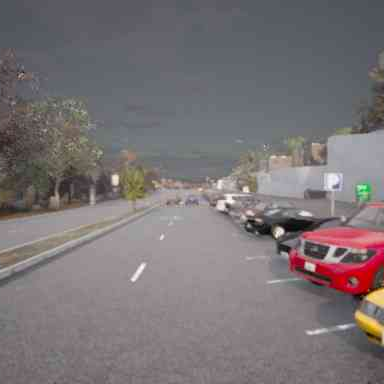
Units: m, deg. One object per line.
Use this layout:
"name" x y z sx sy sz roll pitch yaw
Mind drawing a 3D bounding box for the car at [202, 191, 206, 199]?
"car" 5.045 1.135 64.899 4.792 1.488 2.163 0 1 -20

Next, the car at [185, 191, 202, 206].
"car" 0.000 1.157 51.373 2.097 1.767 4.553 0 1 0

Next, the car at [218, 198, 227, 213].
"car" 5.095 1.530 28.898 4.792 1.488 2.163 1 0 -20

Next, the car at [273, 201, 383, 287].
"car" 5.048 1.238 7.853 5.566 2.045 2.435 1 0 -20

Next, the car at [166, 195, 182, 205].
"car" -3.000 1.313 52.637 1.812 1.442 4.674 0 1 0

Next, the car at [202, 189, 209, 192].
"car" 5.042 0.897 70.887 4.553 1.767 2.185 0 1 -20

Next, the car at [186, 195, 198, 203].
"car" 0.000 1.229 61.479 1.994 1.385 4.181 0 1 0

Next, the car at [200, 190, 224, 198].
"car" 5.100 0.563 85.823 5.566 2.045 2.435 0 1 -20

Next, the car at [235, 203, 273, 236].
"car" 5.062 1.506 16.873 5.008 1.535 2.097 1 0 -20

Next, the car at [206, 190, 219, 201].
"car" 5.047 1.173 40.876 5.566 2.045 2.435 1 1 -20

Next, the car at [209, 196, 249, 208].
"car" 5.242 1.351 46.971 5.366 1.575 1.946 1 0 -20

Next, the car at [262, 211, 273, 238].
"car" 5.043 1.522 10.856 4.792 1.488 2.163 1 0 -20

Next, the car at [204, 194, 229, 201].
"car" 5.066 1.104 67.917 4.674 1.452 2.002 0 1 -20

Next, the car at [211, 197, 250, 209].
"car" 5.074 1.429 43.898 4.674 1.452 2.002 1 1 -20

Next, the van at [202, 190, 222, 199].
"van" 4.965 0.630 82.781 4.442 1.987 1.878 0 1 -20

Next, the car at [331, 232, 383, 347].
"car" 4.895 1.480 4.801 5.366 1.575 1.946 1 0 -20

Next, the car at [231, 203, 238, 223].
"car" 5.072 1.550 19.873 4.674 1.452 2.002 1 0 -20

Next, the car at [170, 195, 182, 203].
"car" -3.000 1.210 62.676 1.994 1.385 4.181 0 1 0

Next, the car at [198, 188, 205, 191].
"car" 5.049 0.647 79.828 5.566 2.045 2.435 0 1 -20

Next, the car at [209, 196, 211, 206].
"car" 4.898 1.466 34.824 5.366 1.575 1.946 1 1 -20

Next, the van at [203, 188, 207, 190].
"van" 5.182 0.756 73.921 4.442 1.987 1.878 0 1 -20

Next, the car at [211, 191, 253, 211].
"car" 5.098 1.238 31.896 5.566 2.045 2.435 1 0 -20

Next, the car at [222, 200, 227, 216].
"car" 5.072 1.551 25.873 4.674 1.452 2.002 1 1 -20

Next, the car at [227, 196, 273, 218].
"car" 5.102 1.385 22.884 4.553 1.767 2.185 1 0 -20
